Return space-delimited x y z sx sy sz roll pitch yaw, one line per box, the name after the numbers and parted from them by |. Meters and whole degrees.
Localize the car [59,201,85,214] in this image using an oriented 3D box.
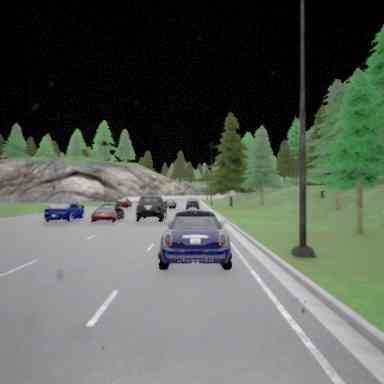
-14.334 1.823 39.973 1.895 1.301 4.718 0 0 -6 | car

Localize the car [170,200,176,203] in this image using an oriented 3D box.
-3.393 1.849 51.319 1.994 1.385 4.181 0 0 0 | car

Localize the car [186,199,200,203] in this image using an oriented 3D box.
0.106 1.782 49.902 1.837 1.490 4.892 0 0 0 | car

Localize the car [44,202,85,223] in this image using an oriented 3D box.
-10.396 1.631 27.485 1.882 1.535 5.008 0 0 0 | car

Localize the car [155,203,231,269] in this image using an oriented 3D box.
0.100 1.416 11.511 2.097 1.767 4.553 0 0 0 | car

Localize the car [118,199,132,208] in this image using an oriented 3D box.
-10.394 1.760 50.867 1.882 1.535 5.008 0 0 0 | car

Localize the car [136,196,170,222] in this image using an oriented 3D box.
-3.396 1.382 28.556 2.150 2.045 5.566 0 0 0 | car

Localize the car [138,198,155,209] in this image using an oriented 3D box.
-6.892 1.789 50.971 1.837 1.490 4.892 0 0 0 | car

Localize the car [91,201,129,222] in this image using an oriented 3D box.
-6.896 1.719 27.736 1.994 1.385 4.181 0 0 0 | car
